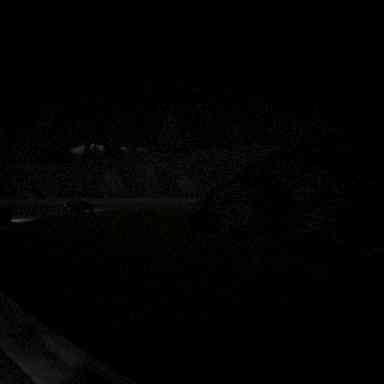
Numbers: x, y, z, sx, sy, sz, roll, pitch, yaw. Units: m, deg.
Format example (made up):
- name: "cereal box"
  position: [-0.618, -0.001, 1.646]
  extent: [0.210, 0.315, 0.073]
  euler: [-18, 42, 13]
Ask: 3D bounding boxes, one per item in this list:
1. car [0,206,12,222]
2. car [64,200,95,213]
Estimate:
- name: "car"
  position: [-14.681, 1.603, 24.070]
  extent: [1.812, 1.442, 4.674]
  euler: [0, -1, -10]
- name: "car"
  position: [-13.693, 1.704, 40.647]
  extent: [1.812, 1.442, 4.674]
  euler: [0, 0, 15]
